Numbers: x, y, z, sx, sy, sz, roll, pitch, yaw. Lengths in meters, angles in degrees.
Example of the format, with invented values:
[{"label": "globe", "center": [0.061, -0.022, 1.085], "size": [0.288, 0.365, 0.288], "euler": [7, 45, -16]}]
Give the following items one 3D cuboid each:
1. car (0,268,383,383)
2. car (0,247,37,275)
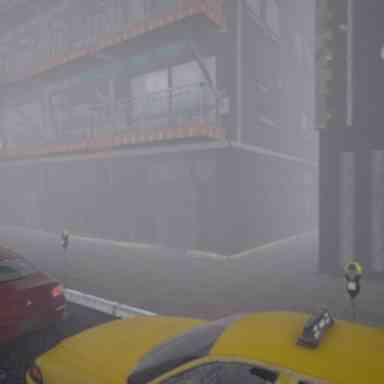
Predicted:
[{"label": "car", "center": [0.631, 1.525, 2.424], "size": [4.829, 1.417, 1.752], "euler": [0, 0, 35]}, {"label": "car", "center": [-3.816, 1.576, 5.594], "size": [4.206, 1.307, 1.802], "euler": [0, 0, 35]}]
